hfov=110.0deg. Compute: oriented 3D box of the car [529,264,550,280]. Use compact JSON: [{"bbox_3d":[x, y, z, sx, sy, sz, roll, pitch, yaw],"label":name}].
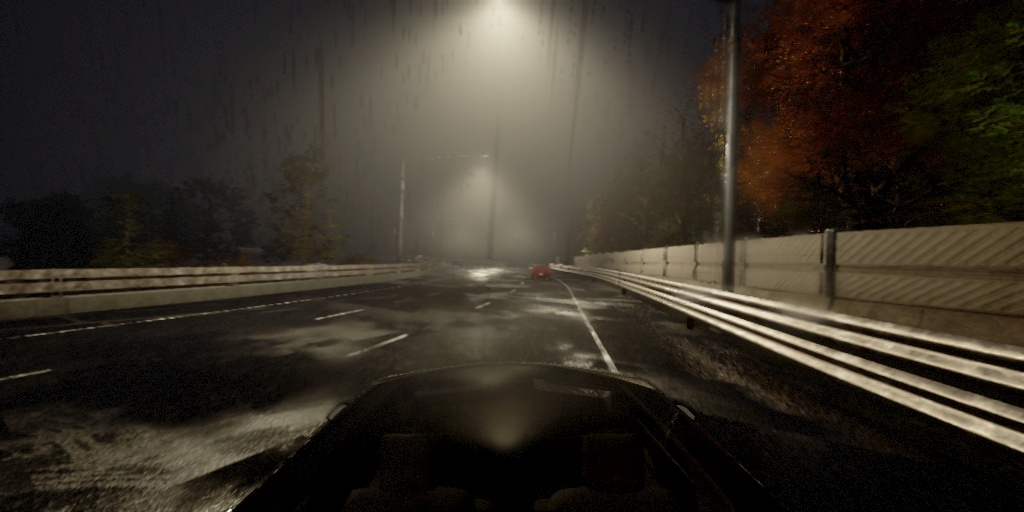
[{"bbox_3d":[2.774,1.593,36.198,1.882,1.535,5.008,2,-1,1],"label":"car"}]
